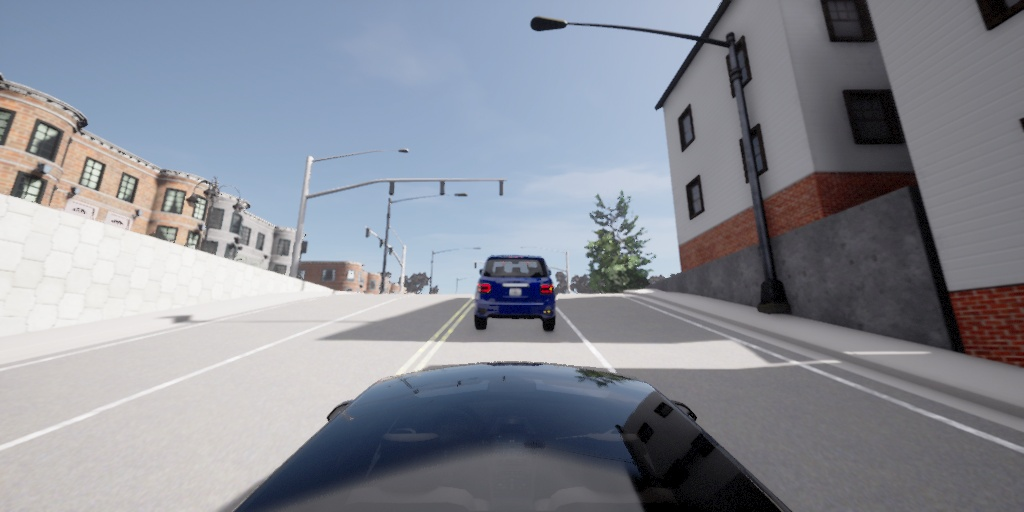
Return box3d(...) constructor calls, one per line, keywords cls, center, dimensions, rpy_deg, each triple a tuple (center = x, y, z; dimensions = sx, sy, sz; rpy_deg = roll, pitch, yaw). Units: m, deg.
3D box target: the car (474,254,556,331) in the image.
box3d(cls="car", center=(0.095, 0.989, 11.334), dimensions=(2.150, 2.045, 5.566), rpy_deg=(1, -1, 0))
